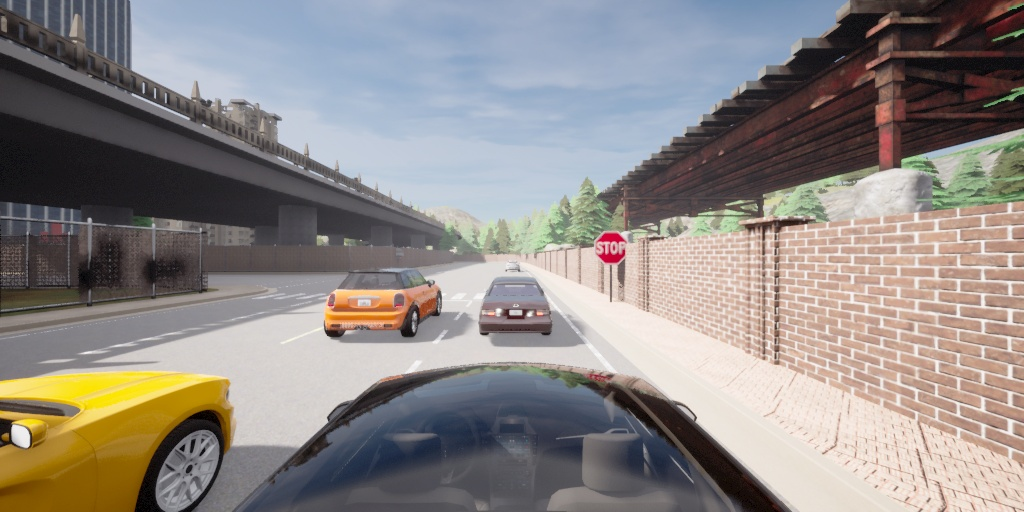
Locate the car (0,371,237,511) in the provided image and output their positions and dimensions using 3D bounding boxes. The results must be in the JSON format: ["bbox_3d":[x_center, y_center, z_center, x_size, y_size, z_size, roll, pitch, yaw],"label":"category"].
[{"bbox_3d":[-3.397,1.228,1.155,1.882,1.535,5.008,0,0,0],"label":"car"}]

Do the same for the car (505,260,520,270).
[{"bbox_3d":[0.085,1.276,46.303,1.812,1.442,4.674,0,0,-1],"label":"car"}]

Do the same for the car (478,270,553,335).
[{"bbox_3d":[0.082,1.297,10.434,2.033,1.411,5.357,0,0,0],"label":"car"}]

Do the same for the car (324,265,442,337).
[{"bbox_3d":[-3.419,1.102,10.413,2.097,1.767,4.553,0,0,0],"label":"car"}]
